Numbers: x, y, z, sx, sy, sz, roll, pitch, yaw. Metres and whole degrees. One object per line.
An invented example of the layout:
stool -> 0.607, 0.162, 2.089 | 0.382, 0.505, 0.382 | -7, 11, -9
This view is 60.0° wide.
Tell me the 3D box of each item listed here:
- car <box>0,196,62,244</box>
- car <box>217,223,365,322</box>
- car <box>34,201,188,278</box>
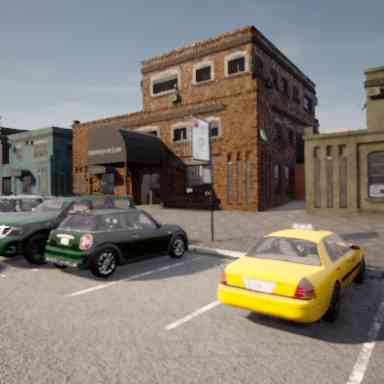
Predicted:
car -> -8.775, 1.239, 15.243 | 2.185, 1.767, 4.553 | 0, 0, 35
car -> 2.541, 1.463, 7.369 | 1.946, 1.575, 5.366 | 0, 0, 35
car -> -2.076, 1.301, 10.393 | 2.185, 1.767, 4.553 | 1, 0, 35
